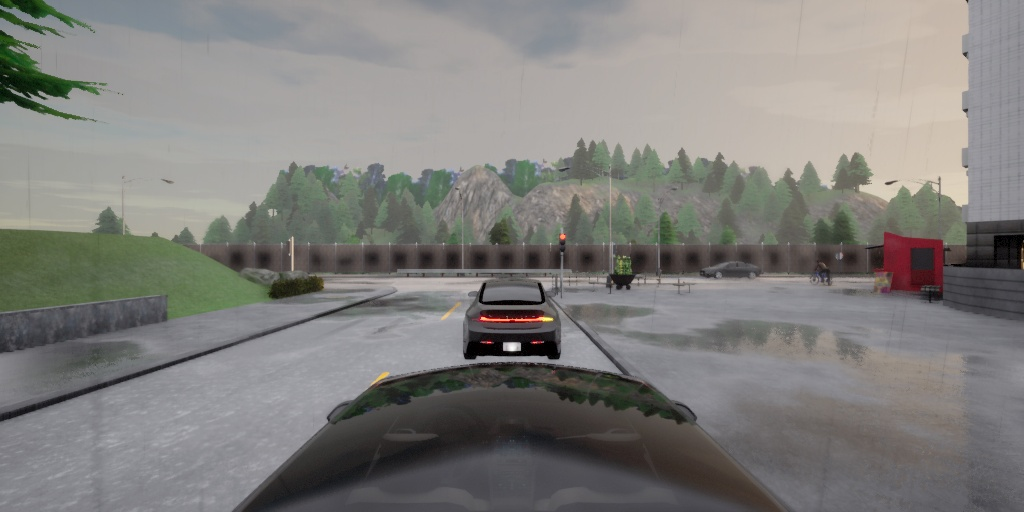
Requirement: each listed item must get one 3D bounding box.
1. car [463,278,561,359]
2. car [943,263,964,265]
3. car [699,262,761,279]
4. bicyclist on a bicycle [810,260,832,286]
[{"bbox_3d":[-0.001,1.255,8.357,1.837,1.490,4.892,0,0,0],"label":"car"},{"bbox_3d":[35.095,1.275,27.331,4.674,1.442,1.812,0,0,-1],"label":"car"},{"bbox_3d":[19.046,1.254,31.384,4.892,1.490,1.837,0,0,-1],"label":"car"},{"bbox_3d":[19.804,1.099,22.992,0.582,1.620,1.656,0,0,-1],"label":"bicyclist on a bicycle"}]
